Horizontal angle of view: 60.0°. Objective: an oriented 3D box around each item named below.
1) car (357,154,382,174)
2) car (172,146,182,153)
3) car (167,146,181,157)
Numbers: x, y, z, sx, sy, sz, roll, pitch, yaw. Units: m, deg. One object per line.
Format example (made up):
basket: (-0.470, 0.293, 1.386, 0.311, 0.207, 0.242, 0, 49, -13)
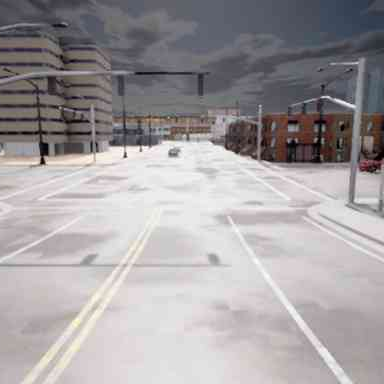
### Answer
car: (20.403, -3.046, 35.224, 5.566, 2.045, 2.150, 0, 10, 0)
car: (-3.442, -9.846, 76.877, 2.033, 1.411, 5.357, 0, 10, 0)
car: (-3.484, -7.302, 61.792, 1.837, 1.490, 4.892, 0, 10, 1)
